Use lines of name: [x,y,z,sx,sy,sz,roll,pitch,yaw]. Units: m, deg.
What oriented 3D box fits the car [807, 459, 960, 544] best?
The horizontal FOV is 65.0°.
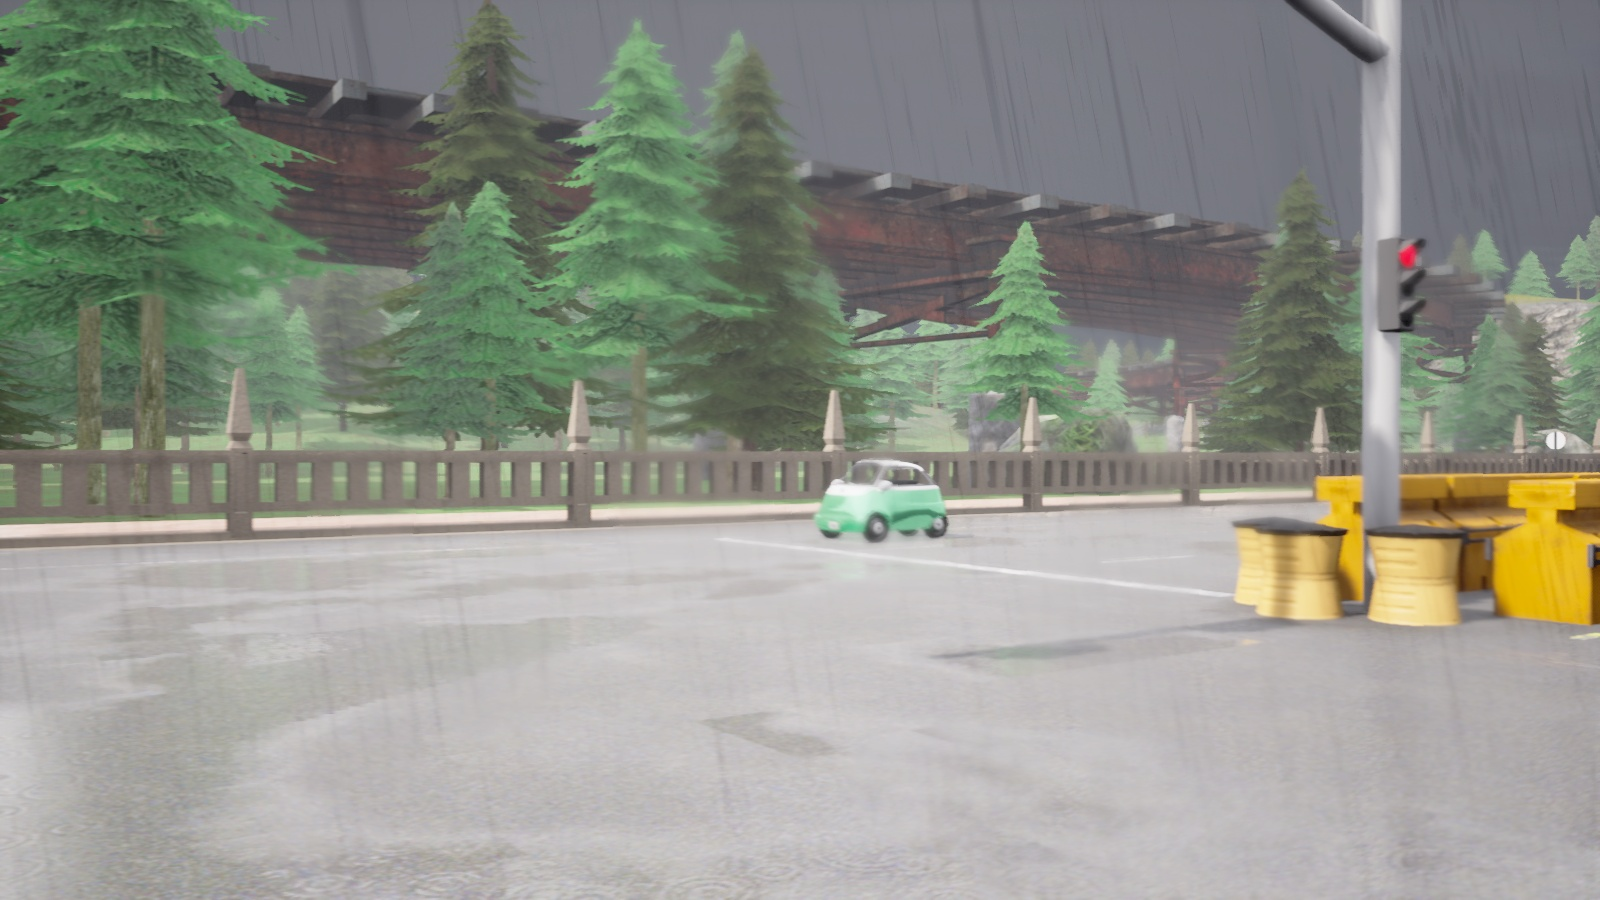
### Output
car: [1.446,0.850,21.723,2.207,1.376,1.481,0,0,-35]
